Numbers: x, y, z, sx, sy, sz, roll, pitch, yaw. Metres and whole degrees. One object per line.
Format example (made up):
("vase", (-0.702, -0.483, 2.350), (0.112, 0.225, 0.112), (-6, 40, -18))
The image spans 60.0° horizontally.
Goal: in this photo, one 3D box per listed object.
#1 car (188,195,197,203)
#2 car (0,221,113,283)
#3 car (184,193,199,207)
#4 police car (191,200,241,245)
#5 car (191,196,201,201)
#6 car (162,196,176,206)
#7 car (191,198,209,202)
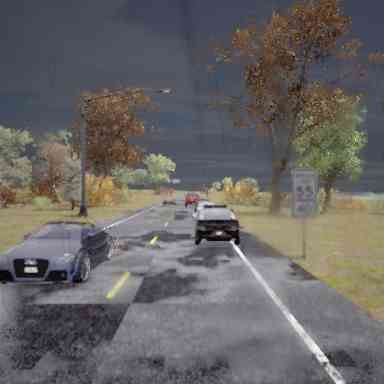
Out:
("car", (0.109, 1.351, 66.845), (1.812, 1.442, 4.674), (0, 0, 0))
("car", (-3.599, 1.544, 9.415), (1.994, 1.385, 4.181), (0, 0, 0))
("car", (0.067, 1.105, 48.935), (2.150, 2.045, 5.566), (0, 0, 0))
("police car", (1.050, 1.390, 15.547), (1.930, 1.638, 5.238), (0, 0, 0))
("car", (1.074, 1.432, 31.431), (1.837, 1.490, 4.892), (0, 0, 0))
("car", (-3.499, 1.352, 51.862), (1.882, 1.535, 5.008), (0, 0, 0))
("car", (1.061, 1.467, 25.432), (1.812, 1.442, 4.674), (0, 0, 0))
